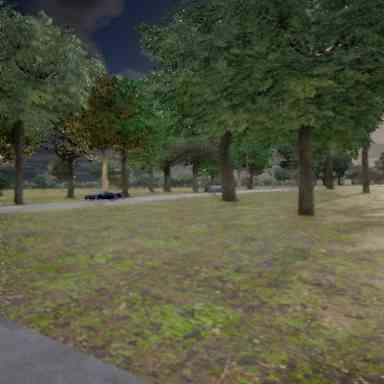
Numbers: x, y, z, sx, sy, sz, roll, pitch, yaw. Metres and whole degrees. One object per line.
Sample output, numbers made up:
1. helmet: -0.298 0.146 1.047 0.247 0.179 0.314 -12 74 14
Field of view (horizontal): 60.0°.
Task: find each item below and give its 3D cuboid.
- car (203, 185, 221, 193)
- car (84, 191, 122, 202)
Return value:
1. car: 4.322 -0.501 61.400 2.033 1.411 5.357 -1 2 38
2. car: -11.083 0.486 41.551 1.895 1.301 4.718 -1 2 38
